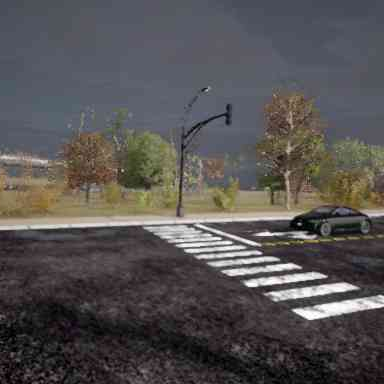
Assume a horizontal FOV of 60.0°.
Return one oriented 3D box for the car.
[{"bbox_3d":[7.153,1.406,17.185,4.181,1.385,1.994,0,2,-22],"label":"car"}]
